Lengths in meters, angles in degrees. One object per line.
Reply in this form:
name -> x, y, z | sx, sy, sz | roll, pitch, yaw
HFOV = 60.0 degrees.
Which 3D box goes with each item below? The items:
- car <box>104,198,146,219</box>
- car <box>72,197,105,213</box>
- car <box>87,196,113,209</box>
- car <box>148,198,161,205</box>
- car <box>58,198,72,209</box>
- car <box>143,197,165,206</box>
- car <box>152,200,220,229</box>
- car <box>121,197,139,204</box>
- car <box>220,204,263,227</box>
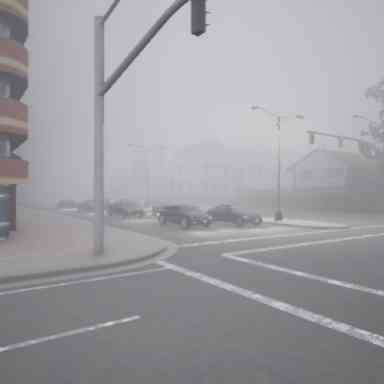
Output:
car -> -6.081, 1.578, 30.174 | 2.033, 1.411, 5.357 | 0, 0, -34
car -> -11.794, 1.581, 38.473 | 2.033, 1.411, 5.357 | 0, 0, -34
car -> -12.771, 1.395, 46.093 | 2.097, 1.767, 4.553 | 0, 0, -34
car -> -2.057, 1.568, 30.520 | 1.812, 1.442, 4.674 | 0, 0, -34
car -> -17.461, 1.598, 46.735 | 1.994, 1.385, 4.181 | 0, 0, -35
car -> -6.667, 1.638, 57.818 | 1.994, 1.385, 4.181 | 0, 0, -35
car -> -0.558, 1.537, 22.145 | 1.837, 1.490, 4.892 | 0, 0, -34
car -> -12.376, 1.638, 66.079 | 1.994, 1.385, 4.181 | 0, 0, -35
car -> 2.878, 1.567, 23.350 | 1.812, 1.442, 4.674 | 0, 0, -34
